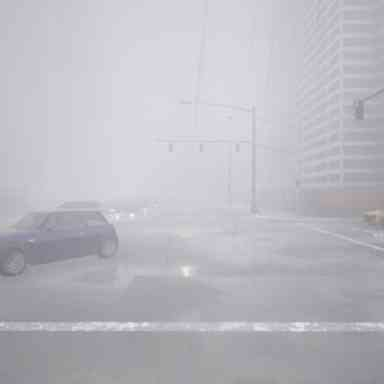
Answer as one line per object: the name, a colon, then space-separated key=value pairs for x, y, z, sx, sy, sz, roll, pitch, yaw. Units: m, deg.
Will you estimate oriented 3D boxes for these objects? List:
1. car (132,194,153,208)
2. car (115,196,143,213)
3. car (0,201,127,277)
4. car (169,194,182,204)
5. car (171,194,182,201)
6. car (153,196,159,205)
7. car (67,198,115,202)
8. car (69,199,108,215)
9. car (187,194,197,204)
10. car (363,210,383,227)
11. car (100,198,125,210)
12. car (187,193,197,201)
car: x=-7.043 y=1.469 z=46.985 sx=1.837 sy=1.490 sz=4.892 roll=0 pitch=0 yaw=0
car: x=-7.061 y=1.497 z=37.041 sx=1.812 sy=1.442 sz=4.674 roll=0 pitch=0 yaw=0
car: x=-4.583 y=1.344 z=10.469 sx=2.097 sy=1.767 sz=4.553 roll=0 pitch=0 yaw=39
car: x=-3.451 y=1.443 z=64.232 sx=2.128 sy=1.511 sz=4.902 roll=0 pitch=0 yaw=0
car: x=-3.444 y=1.298 z=74.517 sx=2.128 sy=1.511 sz=4.902 roll=0 pitch=0 yaw=0
car: x=-7.008 y=1.458 z=59.417 sx=1.837 sy=1.490 sz=4.892 roll=0 pitch=0 yaw=1
car: x=-7.542 y=1.336 z=21.001 sx=4.553 sy=1.767 sz=2.097 roll=0 pitch=0 yaw=0
car: x=-10.543 y=1.521 z=34.338 sx=2.033 sy=1.411 sz=5.357 roll=0 pitch=0 yaw=4
car: x=0.049 y=1.498 z=64.230 sx=2.033 sy=1.411 sz=5.357 roll=0 pitch=0 yaw=0
car: x=13.516 y=1.461 z=21.097 sx=5.008 sy=1.535 sz=1.882 roll=0 pitch=0 yaw=0
car: x=-10.558 y=1.513 z=44.440 sx=2.033 sy=1.411 sz=5.357 roll=0 pitch=0 yaw=0
car: x=0.056 y=1.128 z=74.484 sx=2.097 sy=1.767 sz=4.553 roll=0 pitch=0 yaw=0
